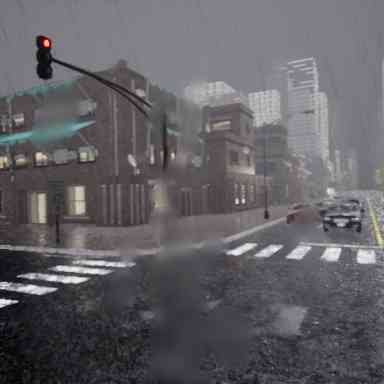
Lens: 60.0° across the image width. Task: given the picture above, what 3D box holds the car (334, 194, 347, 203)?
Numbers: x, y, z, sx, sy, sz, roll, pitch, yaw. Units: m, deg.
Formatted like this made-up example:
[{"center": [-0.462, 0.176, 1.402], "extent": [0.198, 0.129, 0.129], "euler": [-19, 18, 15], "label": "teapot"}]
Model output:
[{"center": [25.480, 1.032, 56.990], "extent": [1.752, 1.417, 4.829], "euler": [-2, 0, 27], "label": "car"}]

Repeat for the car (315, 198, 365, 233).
[{"center": [8.442, 1.316, 18.532], "extent": [2.128, 1.511, 4.902], "euler": [-2, 0, 27], "label": "car"}]

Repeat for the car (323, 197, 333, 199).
[{"center": [10.291, 1.369, 27.716], "extent": [1.947, 1.339, 4.313], "euler": [-1, 0, 27], "label": "car"}]

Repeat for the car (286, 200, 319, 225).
[{"center": [7.670, 1.402, 22.855], "extent": [1.887, 1.381, 4.507], "euler": [-1, 0, 27], "label": "car"}]

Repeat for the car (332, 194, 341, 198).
[{"center": [15.302, 1.227, 37.374], "extent": [1.752, 1.417, 4.829], "euler": [-1, 0, 27], "label": "car"}]

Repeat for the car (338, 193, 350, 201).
[{"center": [30.649, 0.964, 66.950], "extent": [2.008, 1.369, 4.403], "euler": [-2, 0, 27], "label": "car"}]

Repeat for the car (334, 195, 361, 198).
[{"center": [13.132, 1.234, 27.561], "extent": [1.837, 1.490, 4.892], "euler": [-2, 0, 28], "label": "car"}]

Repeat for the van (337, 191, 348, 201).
[{"center": [28.099, 0.800, 62.046], "extent": [1.690, 1.788, 3.998], "euler": [-2, 0, 27], "label": "van"}]

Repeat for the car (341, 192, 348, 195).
[{"center": [17.921, 1.124, 36.777], "extent": [2.128, 1.511, 4.902], "euler": [-2, 0, 28], "label": "car"}]
